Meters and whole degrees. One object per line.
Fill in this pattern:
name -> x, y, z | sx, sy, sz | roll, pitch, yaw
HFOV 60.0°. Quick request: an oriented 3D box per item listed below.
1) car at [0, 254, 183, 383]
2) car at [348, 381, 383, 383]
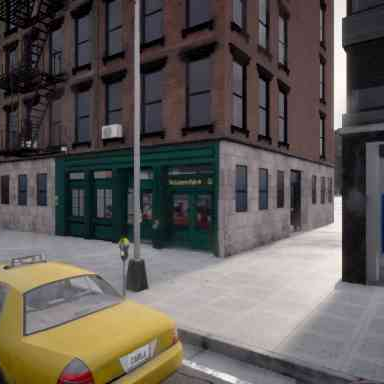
car -> -2.384, 1.525, 4.507 | 4.829, 1.417, 1.752 | 0, 0, 35
car -> 2.381, 1.582, 1.109 | 4.206, 1.307, 1.802 | 0, 0, 35
